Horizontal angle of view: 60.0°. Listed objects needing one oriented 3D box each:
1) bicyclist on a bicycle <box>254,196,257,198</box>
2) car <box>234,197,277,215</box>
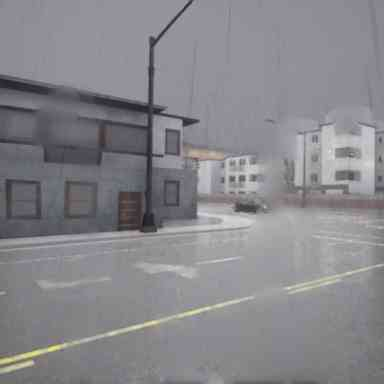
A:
[{"bbox_3d":[9.104,1.362,47.930,0.582,1.620,1.656,2,0,44],"label":"bicyclist on a bicycle"},{"bbox_3d":[6.425,1.370,33.944,2.097,1.767,4.553,1,0,-38],"label":"car"}]
